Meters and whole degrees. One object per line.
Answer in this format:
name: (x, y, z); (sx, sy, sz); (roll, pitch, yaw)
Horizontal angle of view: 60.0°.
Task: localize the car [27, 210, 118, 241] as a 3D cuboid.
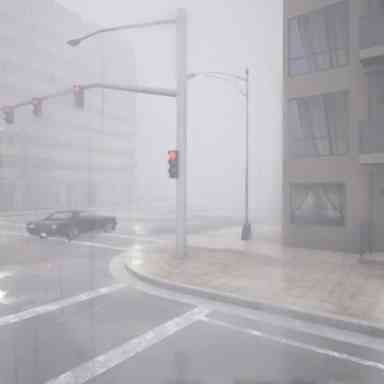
car: (-5.710, 1.557, 16.660); (1.895, 1.301, 4.718); (0, 0, 20)
